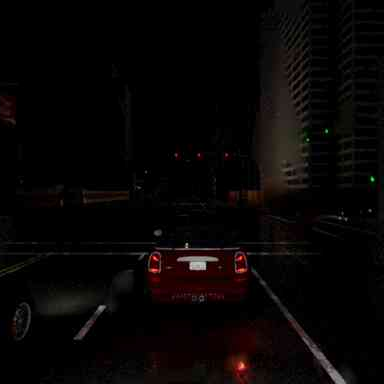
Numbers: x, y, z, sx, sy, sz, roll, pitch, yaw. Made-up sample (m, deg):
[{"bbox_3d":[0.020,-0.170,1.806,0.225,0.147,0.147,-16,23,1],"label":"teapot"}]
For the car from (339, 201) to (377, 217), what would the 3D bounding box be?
[{"bbox_3d":[16.291,1.540,30.177,5.357,1.411,2.033,0,0,0],"label":"car"}]

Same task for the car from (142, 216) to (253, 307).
[{"bbox_3d":[0.105,1.350,8.125,2.097,1.767,4.553,0,0,0],"label":"car"}]

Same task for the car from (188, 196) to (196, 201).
[{"bbox_3d":[0.057,1.575,83.474,1.895,1.301,4.718,0,0,0],"label":"car"}]

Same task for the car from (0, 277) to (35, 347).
[{"bbox_3d":[-3.396,1.525,3.350,1.812,1.442,4.674,0,0,0],"label":"car"}]
